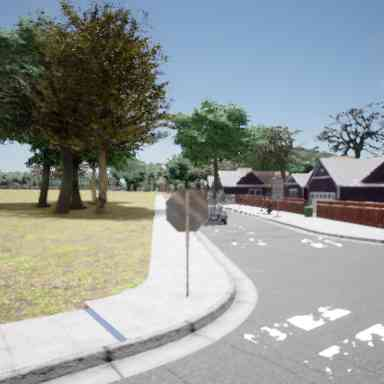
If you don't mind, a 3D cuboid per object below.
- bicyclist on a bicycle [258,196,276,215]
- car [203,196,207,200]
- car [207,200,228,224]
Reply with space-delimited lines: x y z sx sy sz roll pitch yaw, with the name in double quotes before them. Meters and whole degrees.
"bicyclist on a bicycle" 6.569 1.199 29.263 1.656 1.620 0.582 0 0 -6
"car" 1.253 1.282 52.217 1.994 1.385 4.181 0 1 -6
"car" 1.259 1.494 23.712 1.994 1.385 4.181 0 0 -6
